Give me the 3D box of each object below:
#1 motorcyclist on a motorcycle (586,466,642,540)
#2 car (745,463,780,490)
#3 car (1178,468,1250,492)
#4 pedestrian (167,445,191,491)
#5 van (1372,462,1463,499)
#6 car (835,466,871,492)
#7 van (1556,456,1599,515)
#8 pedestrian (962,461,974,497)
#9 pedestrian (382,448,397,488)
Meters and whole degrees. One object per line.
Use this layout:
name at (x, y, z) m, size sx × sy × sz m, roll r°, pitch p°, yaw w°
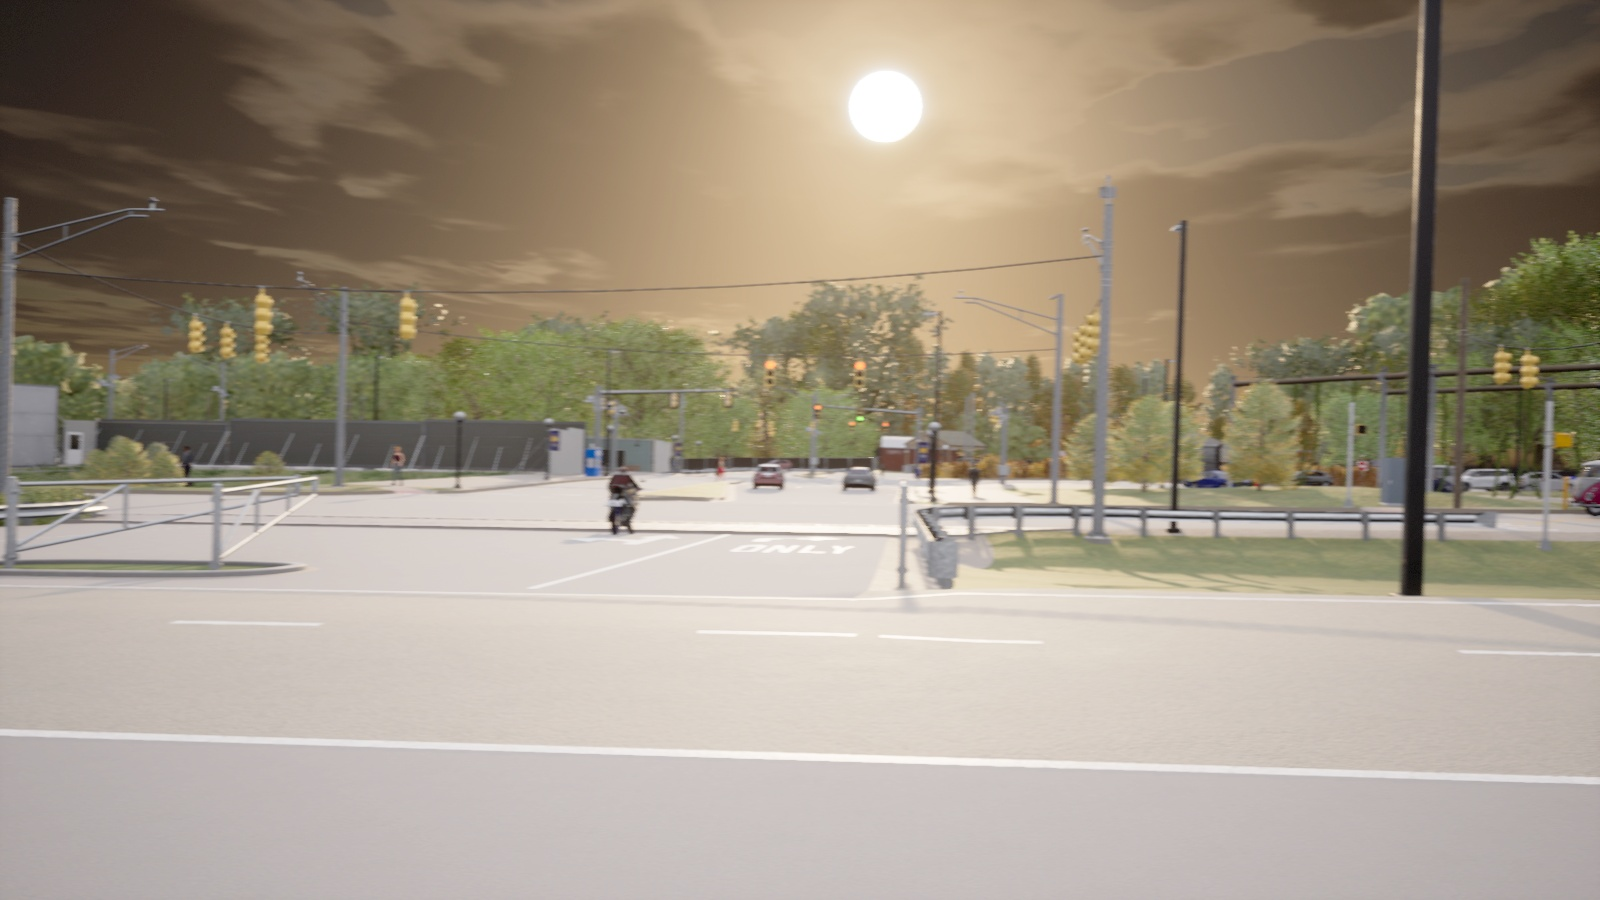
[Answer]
motorcyclist on a motorcycle at (-4.250, 1.179, 28.897) m, size 0.866 × 1.530 × 2.191 m, roll 1°, pitch 2°, yaw 2°
car at (-2.269, 1.561, 76.231) m, size 1.970 × 1.475 × 3.806 m, roll 1°, pitch 1°, yaw 0°
car at (28.174, 2.027, 85.651) m, size 1.882 × 1.535 × 5.008 m, roll 1°, pitch -1°, yaw -21°
pedestrian at (-26.799, 0.771, 54.163) m, size 0.788 × 1.949 × 0.423 m, roll 2°, pitch 0°, yaw 1°
van at (34.151, 1.668, 69.562) m, size 1.775 × 1.987 × 4.442 m, roll 1°, pitch -1°, yaw -22°
car at (3.205, 1.717, 75.724) m, size 1.994 × 1.385 × 4.181 m, roll 1°, pitch 1°, yaw 5°
van at (29.199, 1.227, 43.875) m, size 4.442 × 1.987 × 1.775 m, roll 0°, pitch 0°, yaw 4°
pedestrian at (9.017, 1.538, 67.558) m, size 0.563 × 1.883 × 0.849 m, roll 2°, pitch 0°, yaw 6°
pedestrian at (-19.061, 0.812, 58.354) m, size 0.345 × 1.836 × 0.594 m, roll 2°, pitch 0°, yaw 13°
